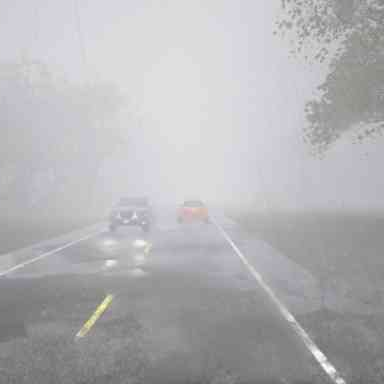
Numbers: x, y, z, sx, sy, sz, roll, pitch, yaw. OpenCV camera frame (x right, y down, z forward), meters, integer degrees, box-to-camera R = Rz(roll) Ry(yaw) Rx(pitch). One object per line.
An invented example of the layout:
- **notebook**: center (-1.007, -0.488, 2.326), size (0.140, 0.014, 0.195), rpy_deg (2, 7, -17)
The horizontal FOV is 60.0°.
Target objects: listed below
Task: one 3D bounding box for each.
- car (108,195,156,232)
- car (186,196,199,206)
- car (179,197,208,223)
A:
- **car**: center (-3.505, 1.221, 20.468), size (2.150, 2.045, 5.566), rpy_deg (0, 0, 0)
- **car**: center (0.137, 1.533, 58.488), size (2.128, 1.511, 4.902), rpy_deg (0, 0, 1)
- **car**: center (0.094, 1.370, 25.824), size (2.097, 1.767, 4.553), rpy_deg (0, 0, 0)
